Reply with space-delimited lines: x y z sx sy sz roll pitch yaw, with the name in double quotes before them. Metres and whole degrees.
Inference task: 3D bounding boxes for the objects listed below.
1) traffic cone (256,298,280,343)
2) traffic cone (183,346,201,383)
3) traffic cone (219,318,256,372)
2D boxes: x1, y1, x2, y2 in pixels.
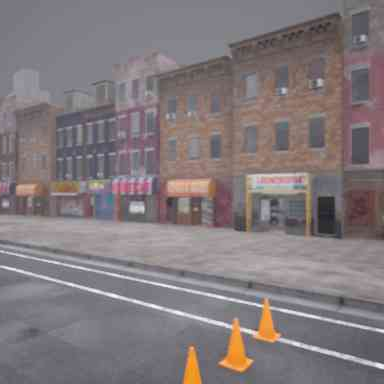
"traffic cone" 1.160 1.963 5.202 0.340 0.580 0.340 0 0 36
"traffic cone" -0.003 1.962 3.575 0.340 0.580 0.340 0 0 36
"traffic cone" 0.579 1.963 4.389 0.340 0.580 0.340 0 0 36
